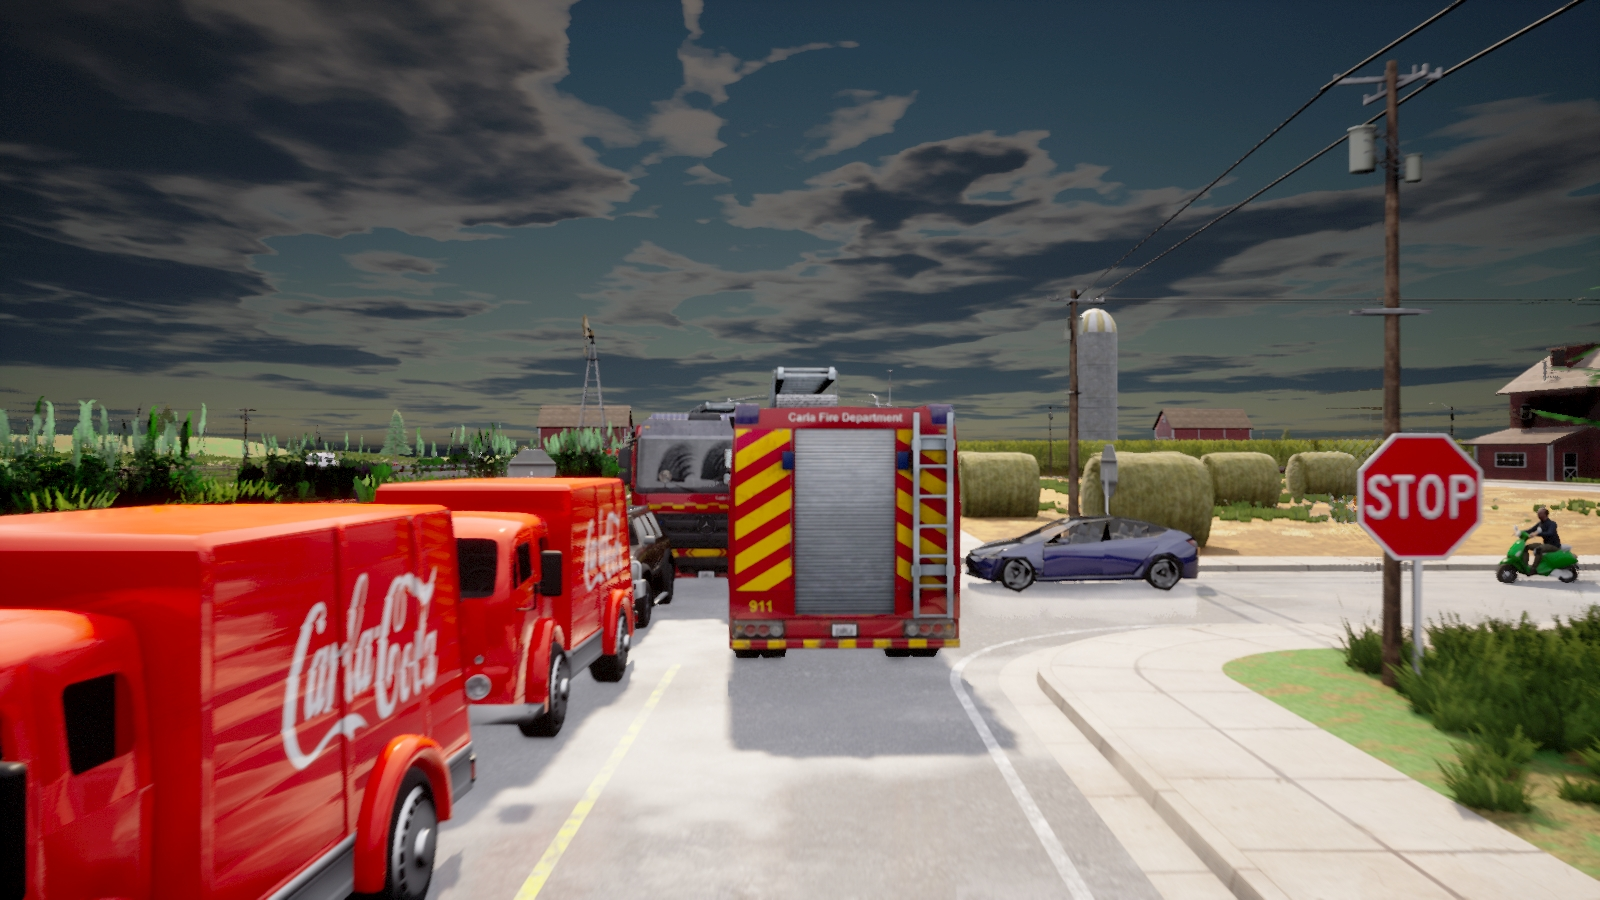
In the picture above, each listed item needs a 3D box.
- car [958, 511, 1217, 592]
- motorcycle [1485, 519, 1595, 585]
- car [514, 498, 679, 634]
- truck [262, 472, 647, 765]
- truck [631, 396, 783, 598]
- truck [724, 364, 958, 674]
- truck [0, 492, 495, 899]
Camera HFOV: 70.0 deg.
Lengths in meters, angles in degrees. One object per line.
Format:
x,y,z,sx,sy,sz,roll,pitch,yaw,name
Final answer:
5.876,2.069,23.782,4.792,1.488,2.163,0,0,-4,car
15.664,2.152,24.215,1.805,1.316,0.856,0,0,-2,motorcycle
-3.303,1.835,19.479,1.932,1.855,4.605,0,0,1,car
-3.397,1.535,12.678,2.627,2.467,5.204,0,0,1,truck
-2.373,0.871,25.966,2.891,3.827,8.468,0,0,-8,truck
0.351,0.869,18.378,2.891,3.827,8.468,0,0,-2,truck
-3.511,1.535,5.544,2.627,2.467,5.204,0,0,1,truck
